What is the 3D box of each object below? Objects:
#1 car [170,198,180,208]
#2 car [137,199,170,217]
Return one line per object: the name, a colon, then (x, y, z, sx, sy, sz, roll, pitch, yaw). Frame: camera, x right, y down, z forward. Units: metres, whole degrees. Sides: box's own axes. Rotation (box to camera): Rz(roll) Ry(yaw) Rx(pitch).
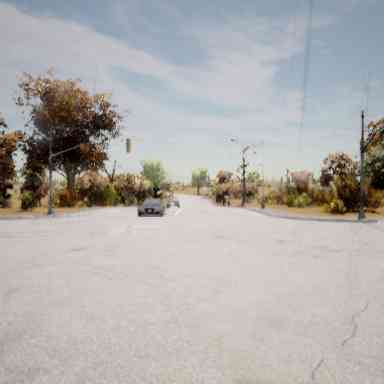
car: (-2.926, 1.740, 52.641, 2.128, 1.511, 4.902, 0, -2, 1)
car: (-3.174, 1.240, 26.962, 1.994, 1.385, 4.181, 0, 0, 1)
